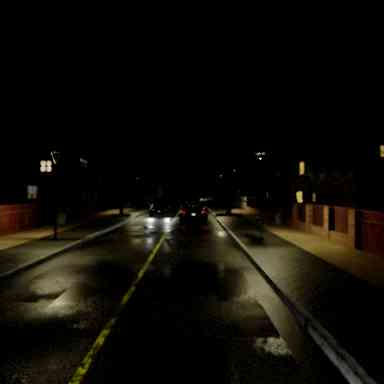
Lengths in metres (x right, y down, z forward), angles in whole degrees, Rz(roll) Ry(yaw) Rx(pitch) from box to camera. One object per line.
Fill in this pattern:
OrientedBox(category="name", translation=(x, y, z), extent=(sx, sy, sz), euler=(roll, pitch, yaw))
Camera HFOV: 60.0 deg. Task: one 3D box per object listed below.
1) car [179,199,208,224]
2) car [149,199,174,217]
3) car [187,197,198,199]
OrientedBox(category="car", translation=(0.102, 1.473, 24.192), extent=(1.994, 1.385, 4.181), euler=(0, 0, 0))
OrientedBox(category="car", translation=(-2.747, 1.402, 30.300), extent=(1.837, 1.490, 4.892), euler=(0, 0, 0))
OrientedBox(category="car", translation=(0.103, 1.372, 40.380), extent=(1.837, 1.490, 4.892), euler=(0, 0, 0))
